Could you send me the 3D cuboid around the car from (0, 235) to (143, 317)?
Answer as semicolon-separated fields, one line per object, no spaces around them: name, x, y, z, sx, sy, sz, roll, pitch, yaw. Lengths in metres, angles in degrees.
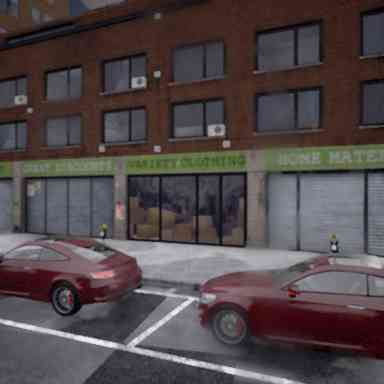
car;-3.078;1.610;7.202;4.206;1.307;1.802;0;0;23

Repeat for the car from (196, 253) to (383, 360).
car;2.135;1.603;4.995;4.206;1.307;1.802;0;0;23
